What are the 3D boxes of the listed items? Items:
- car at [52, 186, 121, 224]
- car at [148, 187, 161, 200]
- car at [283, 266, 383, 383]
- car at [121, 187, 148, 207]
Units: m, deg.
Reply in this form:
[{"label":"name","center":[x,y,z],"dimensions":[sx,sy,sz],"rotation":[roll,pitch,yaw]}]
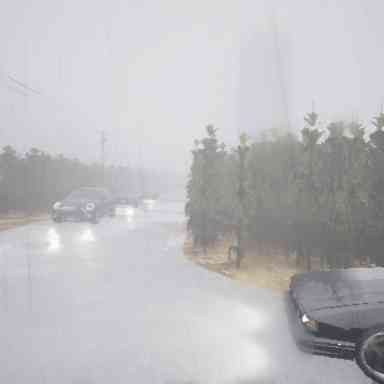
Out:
[{"label":"car","center":[-5.457,0.584,17.370],"dimensions":[2.097,1.767,4.553],"rotation":[2,2,2]},{"label":"car","center":[-4.705,0.111,37.323],"dimensions":[1.994,1.385,4.181],"rotation":[2,2,4]},{"label":"car","center":[3.980,1.485,4.213],"dimensions":[5.357,1.411,2.033],"rotation":[2,2,11]},{"label":"car","center":[-5.182,0.453,27.298],"dimensions":[1.994,1.385,4.181],"rotation":[2,2,2]}]
